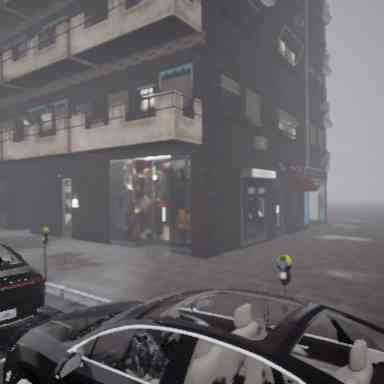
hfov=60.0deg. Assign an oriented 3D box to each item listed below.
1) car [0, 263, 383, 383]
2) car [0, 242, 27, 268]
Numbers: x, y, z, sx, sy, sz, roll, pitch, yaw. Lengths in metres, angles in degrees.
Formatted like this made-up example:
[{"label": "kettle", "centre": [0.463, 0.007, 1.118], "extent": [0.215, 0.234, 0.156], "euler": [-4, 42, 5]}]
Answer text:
[{"label": "car", "centre": [0.113, 1.544, 2.806], "extent": [4.403, 1.369, 2.008], "euler": [0, -1, 36]}, {"label": "car", "centre": [-4.419, 1.517, 6.039], "extent": [4.403, 1.369, 2.008], "euler": [0, -1, 36]}]
